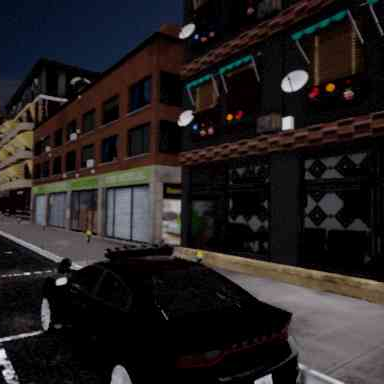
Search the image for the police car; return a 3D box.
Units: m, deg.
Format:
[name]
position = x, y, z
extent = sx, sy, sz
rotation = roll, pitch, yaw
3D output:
[police car]
position = -0.904, 1.651, 5.174
extent = 1.930, 1.638, 5.238
rotation = 3, -3, -38
